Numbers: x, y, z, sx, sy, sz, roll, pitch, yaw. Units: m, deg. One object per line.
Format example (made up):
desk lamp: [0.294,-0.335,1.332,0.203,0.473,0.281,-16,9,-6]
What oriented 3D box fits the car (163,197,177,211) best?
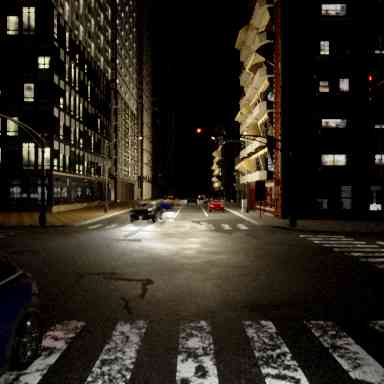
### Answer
car: [-3.152,1.611,40.104,1.895,1.301,4.718,0,0,0]

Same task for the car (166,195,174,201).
car: [-5.827,1.595,89.661,1.887,1.381,4.507,0,0,0]

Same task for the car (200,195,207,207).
car: [2.615,1.567,50.134,2.008,1.369,4.403,0,0,0]

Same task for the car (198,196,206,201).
car: [2.563,1.626,84.025,1.802,1.307,4.206,0,0,0]

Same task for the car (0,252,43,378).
car: [-3.097,1.353,2.648,2.097,1.767,4.553,0,0,0]

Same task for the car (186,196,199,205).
car: [0.007,1.528,59.967,1.837,1.490,4.892,0,0,0]

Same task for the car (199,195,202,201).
car: [2.607,1.571,55.782,2.008,1.369,4.403,0,0,0]

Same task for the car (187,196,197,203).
car: [-0.021,1.594,70.278,1.994,1.385,4.181,0,0,0]

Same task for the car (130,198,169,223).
car: [-3.358,1.495,25.281,2.128,1.511,4.902,0,0,4]

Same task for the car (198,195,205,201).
car: [2.554,1.491,89.674,1.967,1.590,4.097,0,0,0]

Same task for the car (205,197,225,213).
car: [2.685,1.591,37.216,1.802,1.307,4.206,0,0,0]

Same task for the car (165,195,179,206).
car: [-3.114,1.496,53.923,1.882,1.535,5.008,0,0,1]

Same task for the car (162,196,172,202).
car: [-5.809,1.589,78.363,2.008,1.369,4.403,0,0,0]
